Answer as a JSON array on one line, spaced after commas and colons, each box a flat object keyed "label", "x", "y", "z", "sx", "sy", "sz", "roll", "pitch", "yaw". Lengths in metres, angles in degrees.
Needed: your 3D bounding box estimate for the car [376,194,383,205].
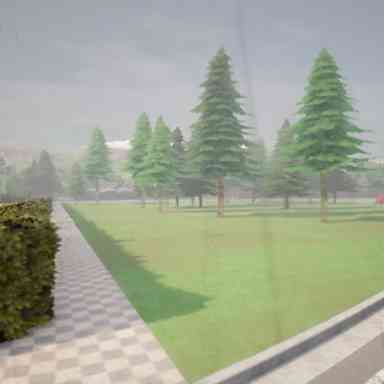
[{"label": "car", "x": 36.779, "y": 1.336, "z": 63.313, "sx": 2.150, "sy": 2.045, "sz": 5.566, "roll": 0, "pitch": 0, "yaw": 18}]
